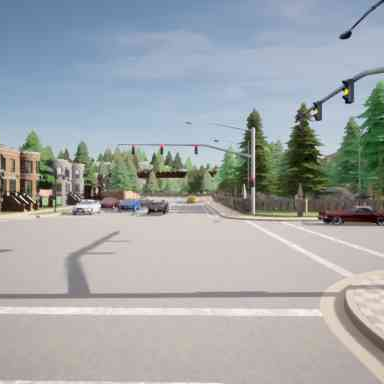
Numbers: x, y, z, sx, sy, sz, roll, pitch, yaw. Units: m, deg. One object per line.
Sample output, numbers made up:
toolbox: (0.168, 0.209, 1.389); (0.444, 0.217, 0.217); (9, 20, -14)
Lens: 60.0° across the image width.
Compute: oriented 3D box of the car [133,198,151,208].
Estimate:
car: (-7.150, 1.564, 48.295); (1.994, 1.385, 4.181); (0, 0, 0)

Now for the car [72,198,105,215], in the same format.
car: (-10.655, 1.526, 33.968); (1.812, 1.442, 4.674); (0, 0, 0)

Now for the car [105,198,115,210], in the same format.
car: (-10.662, 1.477, 43.021); (1.882, 1.535, 5.008); (0, 0, 0)

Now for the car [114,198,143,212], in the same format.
car: (-7.161, 1.477, 38.307); (1.882, 1.535, 5.008); (0, 0, 0)

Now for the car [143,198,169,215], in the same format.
car: (-3.449, 1.491, 34.465); (2.128, 1.511, 4.902); (0, 0, 0)

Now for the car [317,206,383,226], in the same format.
car: (11.149, 1.601, 22.840); (4.718, 1.301, 1.895); (0, 0, 2)

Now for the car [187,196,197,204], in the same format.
car: (-0.012, 1.477, 64.859); (1.882, 1.535, 5.008); (0, 0, 0)
